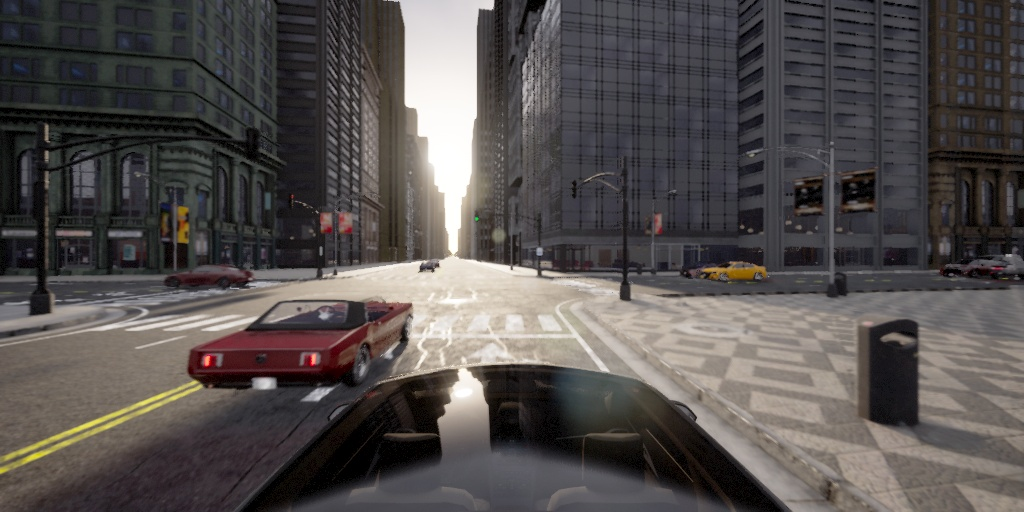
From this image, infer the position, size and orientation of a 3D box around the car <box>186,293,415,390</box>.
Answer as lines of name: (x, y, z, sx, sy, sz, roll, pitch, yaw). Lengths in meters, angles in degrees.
car: (-3.246, 1.349, 6.812, 1.895, 1.301, 4.718, 0, 0, -2)

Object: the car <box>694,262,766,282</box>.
car: (17.584, 1.215, 28.559, 5.008, 1.535, 1.882, 0, 0, -9)

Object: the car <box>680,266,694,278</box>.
car: (17.142, 1.304, 31.779, 4.181, 1.385, 1.994, 0, 0, -9)

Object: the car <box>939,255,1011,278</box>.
car: (41.643, 1.066, 32.521, 4.553, 1.767, 2.097, 0, 0, -9)

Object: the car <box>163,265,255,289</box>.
car: (-18.816, 1.266, 22.435, 4.674, 1.442, 1.812, 0, -1, -6)

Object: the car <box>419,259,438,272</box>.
car: (-11.070, 1.360, 46.969, 1.895, 1.301, 4.718, 0, 0, -9)

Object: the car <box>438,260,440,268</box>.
car: (-13.625, 1.249, 62.966, 1.882, 1.535, 5.008, 0, 0, -9)

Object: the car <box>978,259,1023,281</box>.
car: (41.573, 1.204, 29.158, 4.902, 1.511, 2.128, 0, 0, -9)

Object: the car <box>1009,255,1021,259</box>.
car: (49.955, 0.930, 37.146, 5.566, 2.045, 2.150, 0, 0, -12)
